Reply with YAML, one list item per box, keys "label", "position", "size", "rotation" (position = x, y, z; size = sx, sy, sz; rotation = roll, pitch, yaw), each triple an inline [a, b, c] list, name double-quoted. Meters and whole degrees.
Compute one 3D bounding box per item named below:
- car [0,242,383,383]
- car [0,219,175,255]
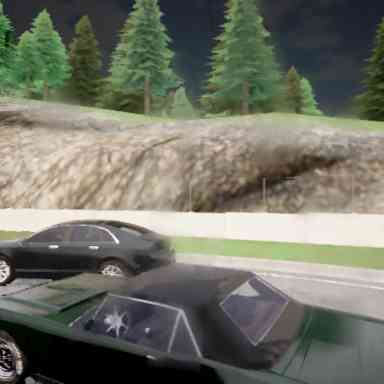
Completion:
- label: "car"
  position: [-0.382, 1.563, 3.846]
  size: [4.718, 1.301, 1.895]
  rotation: [0, 1, 28]
- label: "car"
  position: [-2.853, 1.441, 8.248]
  size: [4.892, 1.490, 1.837]
  rotation: [0, -1, 13]
